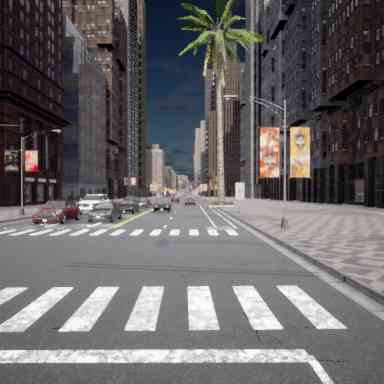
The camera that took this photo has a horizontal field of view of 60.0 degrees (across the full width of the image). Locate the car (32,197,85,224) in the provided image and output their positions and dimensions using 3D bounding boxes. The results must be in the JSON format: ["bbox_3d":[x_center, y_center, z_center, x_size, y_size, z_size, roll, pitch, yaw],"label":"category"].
[{"bbox_3d":[-9.981,1.357,24.759,2.097,1.767,4.553,0,0,0],"label":"car"}]

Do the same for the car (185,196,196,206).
[{"bbox_3d":[-0.308,1.584,56.112,2.033,1.411,5.357,0,0,0],"label":"car"}]

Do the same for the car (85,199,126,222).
[{"bbox_3d":[-6.736,1.531,26.168,1.812,1.442,4.674,0,0,0],"label":"car"}]

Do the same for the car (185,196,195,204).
[{"bbox_3d":[-0.366,1.537,66.534,1.882,1.535,5.008,0,0,0],"label":"car"}]

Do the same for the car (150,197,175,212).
[{"bbox_3d":[-3.352,1.613,38.580,1.895,1.301,4.718,0,0,0],"label":"car"}]

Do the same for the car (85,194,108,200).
[{"bbox_3d":[-10.035,1.231,34.247,2.150,2.045,5.566,0,0,0],"label":"car"}]

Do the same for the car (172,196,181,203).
[{"bbox_3d":[-3.532,1.593,69.852,1.812,1.442,4.674,0,0,0],"label":"car"}]

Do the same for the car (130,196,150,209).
[{"bbox_3d":[-6.841,1.512,46.135,2.128,1.511,4.902,0,0,0],"label":"car"}]

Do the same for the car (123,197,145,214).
[{"bbox_3d":[-6.794,1.557,35.839,2.033,1.411,5.357,0,0,0],"label":"car"}]
